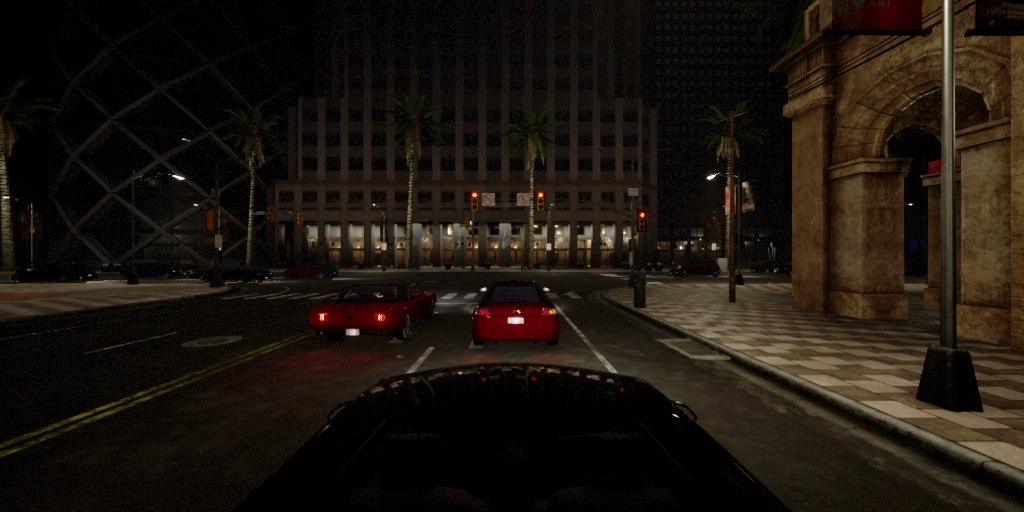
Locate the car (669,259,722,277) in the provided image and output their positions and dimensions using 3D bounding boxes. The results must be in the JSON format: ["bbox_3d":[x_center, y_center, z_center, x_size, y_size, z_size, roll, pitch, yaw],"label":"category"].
[{"bbox_3d":[17.817,1.102,35.066,4.553,1.767,2.097,0,0,0],"label":"car"}]

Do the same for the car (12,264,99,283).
[{"bbox_3d":[-34.466,1.314,27.188,4.181,1.385,1.994,0,0,-13],"label":"car"}]

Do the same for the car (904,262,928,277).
[{"bbox_3d":[39.100,1.298,34.990,5.357,1.411,2.033,0,0,0],"label":"car"}]

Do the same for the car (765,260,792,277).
[{"bbox_3d":[28.192,1.242,35.035,4.902,1.511,2.128,0,0,0],"label":"car"}]

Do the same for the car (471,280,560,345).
[{"bbox_3d":[0.082,1.314,9.476,1.994,1.385,4.181,0,0,0],"label":"car"}]

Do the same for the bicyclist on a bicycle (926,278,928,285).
[{"bbox_3d":[24.678,1.051,20.563,0.582,1.620,1.656,0,0,0],"label":"bicyclist on a bicycle"}]

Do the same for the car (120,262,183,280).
[{"bbox_3d":[-30.924,1.276,31.069,4.674,1.442,1.812,0,0,-6],"label":"car"}]

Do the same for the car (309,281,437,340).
[{"bbox_3d":[-3.417,1.351,9.939,1.895,1.301,4.718,0,0,0],"label":"car"}]

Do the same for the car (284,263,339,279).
[{"bbox_3d":[-17.540,1.314,31.426,4.181,1.385,1.994,0,0,0],"label":"car"}]

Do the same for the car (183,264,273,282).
[{"bbox_3d":[-21.797,1.297,27.940,5.357,1.411,2.033,0,0,0],"label":"car"}]
